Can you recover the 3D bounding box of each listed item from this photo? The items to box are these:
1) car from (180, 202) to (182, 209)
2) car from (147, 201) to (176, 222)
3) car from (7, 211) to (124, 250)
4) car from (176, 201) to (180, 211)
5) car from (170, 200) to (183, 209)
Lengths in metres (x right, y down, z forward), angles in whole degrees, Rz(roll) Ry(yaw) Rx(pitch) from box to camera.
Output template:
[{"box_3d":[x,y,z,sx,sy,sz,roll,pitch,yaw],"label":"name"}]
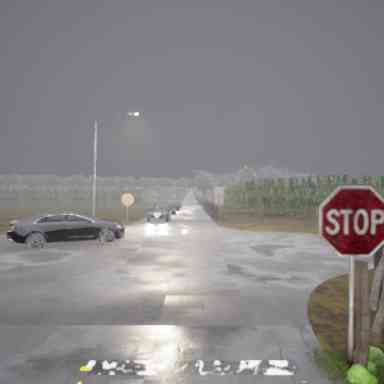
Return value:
[{"box_3d":[-2.817,2.154,49.409,1.895,1.301,4.718,0,-1,0],"label":"car"},{"box_3d":[-2.840,1.782,29.611,2.128,1.511,4.902,0,-1,0],"label":"car"},{"box_3d":[-5.570,1.610,15.088,4.902,1.511,2.128,-1,2,-25],"label":"car"},{"box_3d":[-2.831,1.965,39.454,2.033,1.411,5.357,0,-1,0],"label":"car"},{"box_3d":[-2.786,2.242,59.310,2.033,1.411,5.357,0,-1,0],"label":"car"}]
